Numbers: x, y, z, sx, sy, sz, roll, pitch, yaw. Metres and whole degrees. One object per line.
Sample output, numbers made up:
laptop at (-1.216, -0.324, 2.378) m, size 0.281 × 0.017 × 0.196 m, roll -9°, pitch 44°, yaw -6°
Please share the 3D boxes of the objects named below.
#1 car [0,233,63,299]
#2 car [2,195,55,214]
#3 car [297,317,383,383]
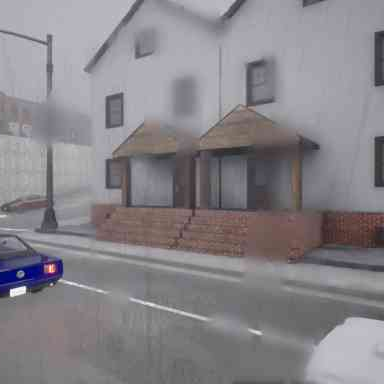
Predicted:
car at (-5.096, 1.601, 7.616) m, size 4.718 × 1.301 × 1.895 m, roll 0°, pitch 0°, yaw 36°
car at (-14.331, 0.973, 29.257) m, size 1.994 × 1.385 × 4.181 m, roll 0°, pitch 7°, yaw 35°
car at (3.015, 1.601, 1.829) m, size 4.718 × 1.301 × 1.895 m, roll 0°, pitch 0°, yaw 36°
